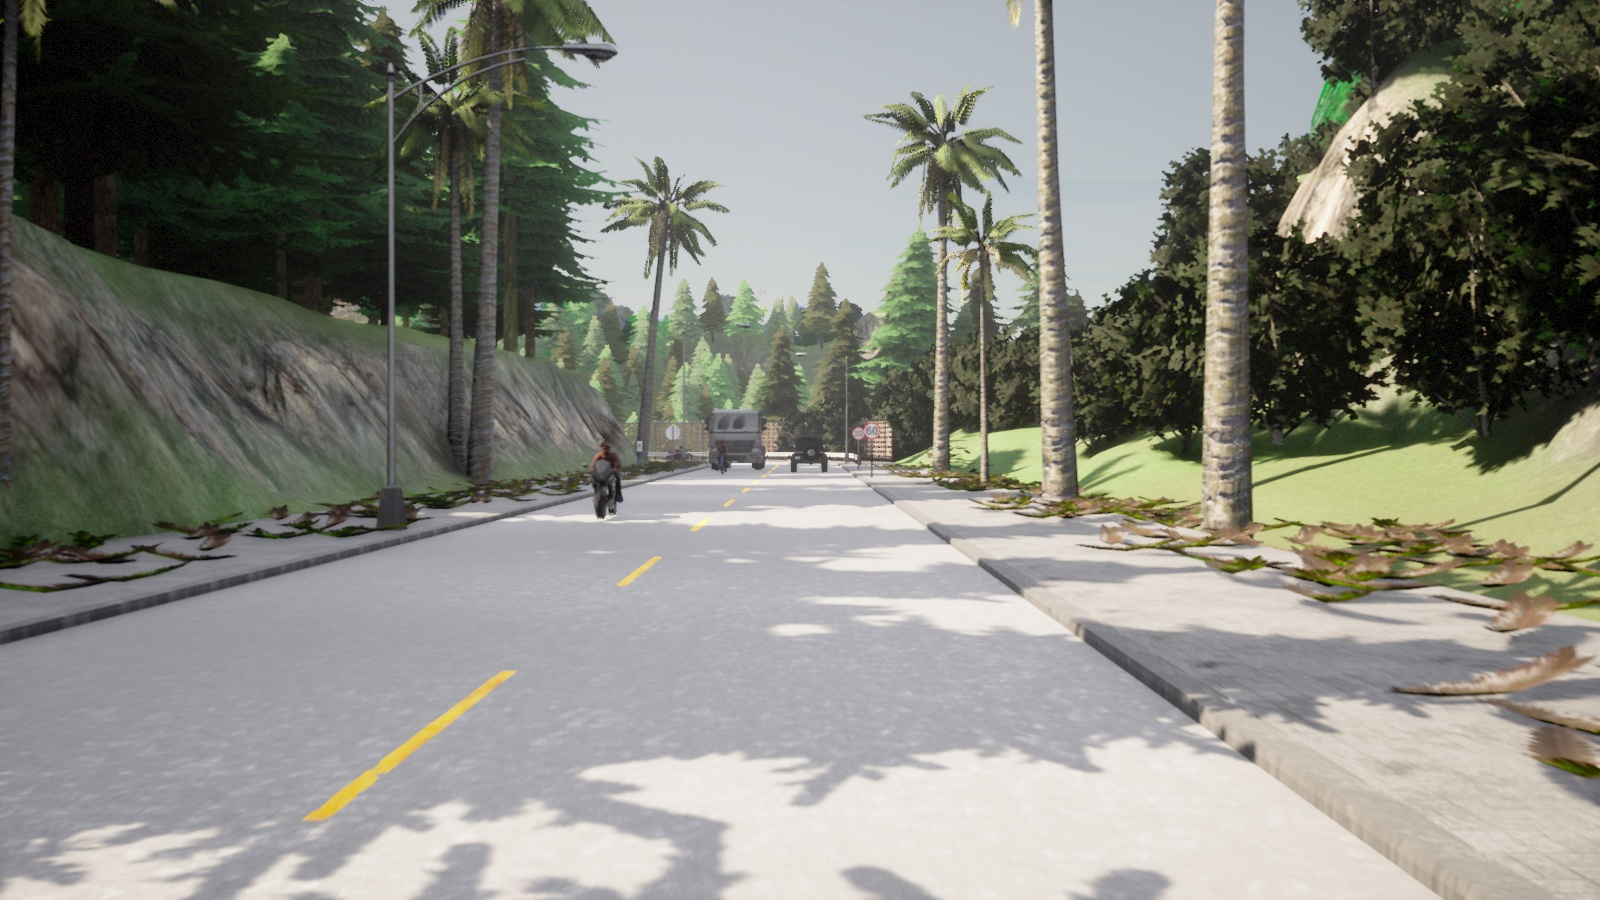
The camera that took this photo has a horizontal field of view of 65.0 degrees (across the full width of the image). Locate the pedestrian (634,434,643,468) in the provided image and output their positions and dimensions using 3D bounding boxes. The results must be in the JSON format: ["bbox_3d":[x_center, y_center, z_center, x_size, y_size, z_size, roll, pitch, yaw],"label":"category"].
[{"bbox_3d":[-8.801,0.057,68.406,0.354,1.836,0.706,0,0,1],"label":"pedestrian"}]

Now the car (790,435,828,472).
[{"bbox_3d":[0.481,0.174,65.457,1.905,1.878,3.866,0,0,0],"label":"car"}]

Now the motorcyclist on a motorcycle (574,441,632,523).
[{"bbox_3d":[-3.820,0.587,24.482,0.797,1.523,2.044,0,0,0],"label":"motorcyclist on a motorcycle"}]

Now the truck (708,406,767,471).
[{"bbox_3d":[-3.473,-0.641,71.480,2.891,3.462,7.936,0,0,1],"label":"truck"}]

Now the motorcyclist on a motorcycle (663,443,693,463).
[{"bbox_3d":[-9.626,0.218,98.886,2.191,1.530,0.866,0,1,8],"label":"motorcyclist on a motorcycle"}]
